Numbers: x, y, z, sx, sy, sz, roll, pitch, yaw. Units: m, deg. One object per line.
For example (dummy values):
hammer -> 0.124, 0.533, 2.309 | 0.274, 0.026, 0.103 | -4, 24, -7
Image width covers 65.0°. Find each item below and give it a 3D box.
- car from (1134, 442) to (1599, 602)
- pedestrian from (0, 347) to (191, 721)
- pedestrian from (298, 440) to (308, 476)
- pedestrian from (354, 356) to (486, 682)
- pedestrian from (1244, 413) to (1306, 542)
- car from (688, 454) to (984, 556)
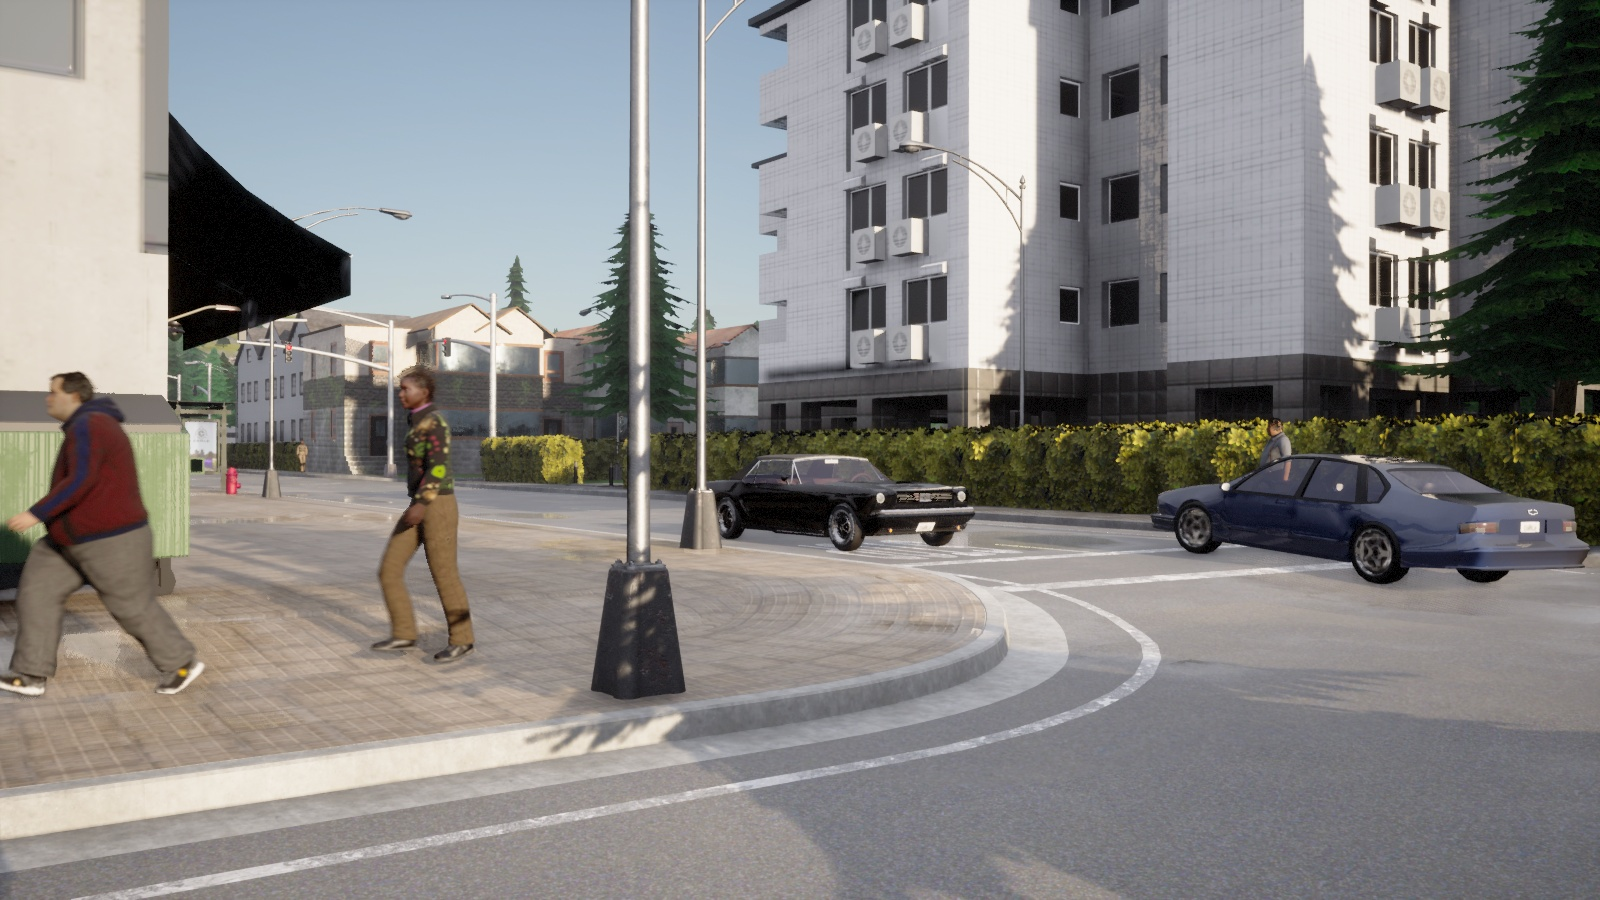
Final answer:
car -> 6.627, 0.712, 15.403 | 2.033, 1.411, 5.357 | 1, 2, -22
pedestrian -> -3.814, 0.415, 6.705 | 0.899, 1.844, 0.634 | 0, 0, -37
pedestrian -> -26.852, 0.448, 67.808 | 0.396, 1.930, 0.692 | 0, 0, -30
pedestrian -> -2.363, 0.411, 7.812 | 0.692, 1.930, 0.395 | 0, 0, -36
pedestrian -> 6.912, 0.396, 18.285 | 0.694, 1.848, 0.540 | 0, 0, 0
car -> 0.369, 0.714, 18.579 | 1.895, 1.301, 4.718 | 0, 0, -36
